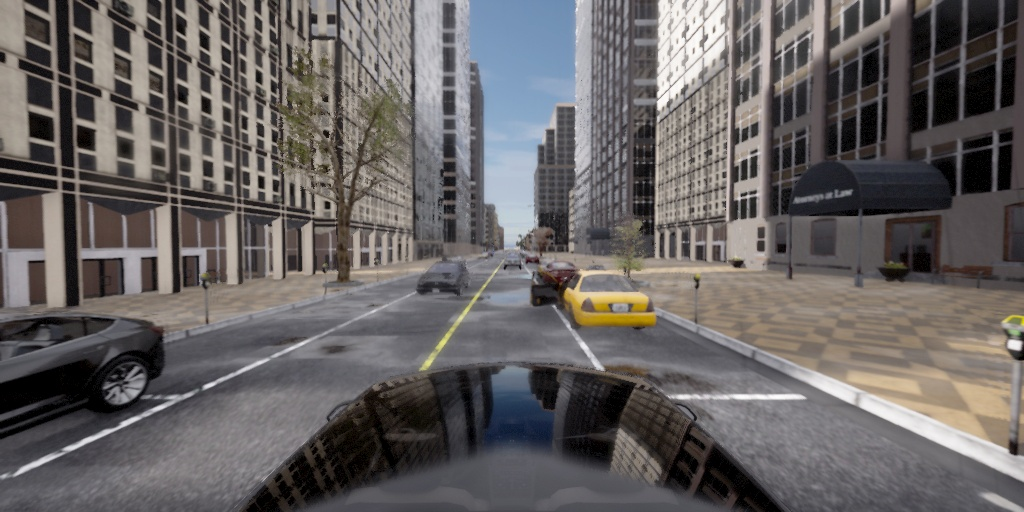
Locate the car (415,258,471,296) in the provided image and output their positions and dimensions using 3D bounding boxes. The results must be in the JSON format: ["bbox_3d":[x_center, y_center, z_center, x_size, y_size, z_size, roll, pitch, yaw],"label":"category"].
[{"bbox_3d":[-3.098,0.992,17.249,2.033,1.411,5.357,0,1,0],"label":"car"}]

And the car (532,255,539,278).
[{"bbox_3d":[2.693,0.801,25.988,1.751,1.417,4.829,0,0,0],"label":"car"}]

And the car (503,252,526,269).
[{"bbox_3d":[0.077,0.587,37.738,2.033,1.411,5.357,0,1,0],"label":"car"}]

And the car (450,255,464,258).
[{"bbox_3d":[-5.687,0.602,37.092,2.007,1.370,4.403,0,0,0],"label":"car"}]

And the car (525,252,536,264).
[{"bbox_3d":[2.695,0.373,48.386,1.888,1.381,4.507,0,0,0],"label":"car"}]

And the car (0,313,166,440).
[{"bbox_3d":[-5.692,1.286,3.251,1.948,1.339,4.313,0,0,0],"label":"car"}]

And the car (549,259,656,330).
[{"bbox_3d":[2.351,1.037,10.330,1.801,1.575,5.366,0,1,0],"label":"car"}]

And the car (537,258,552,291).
[{"bbox_3d":[2.691,0.932,20.177,1.888,1.381,4.507,0,0,0],"label":"car"}]
